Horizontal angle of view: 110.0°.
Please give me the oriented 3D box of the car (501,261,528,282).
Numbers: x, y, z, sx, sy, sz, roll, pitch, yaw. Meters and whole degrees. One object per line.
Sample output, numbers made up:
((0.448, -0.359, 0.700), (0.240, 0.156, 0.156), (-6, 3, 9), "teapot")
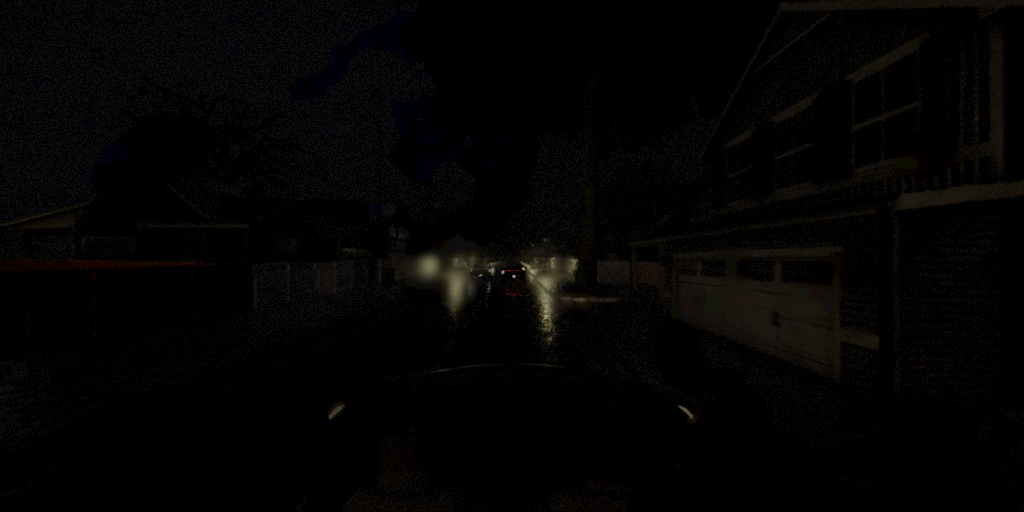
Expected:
((0.177, 1.258, 28.698), (1.837, 1.490, 4.892), (0, 0, 1), "car")

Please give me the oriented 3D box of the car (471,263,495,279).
((-2.610, 1.347, 32.632), (1.895, 1.301, 4.718), (0, 0, 0), "car")
